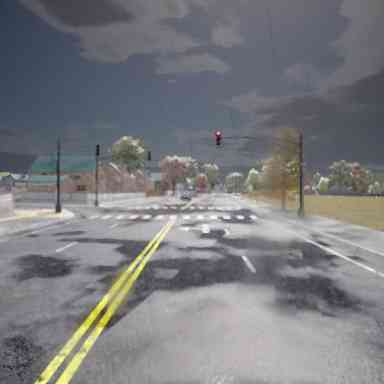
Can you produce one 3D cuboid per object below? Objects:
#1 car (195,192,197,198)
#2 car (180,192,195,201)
[{"bbox_3d":[0.250,0.665,79.155,1.837,1.490,4.892,0,0,5],"label":"car"},{"bbox_3d":[-1.169,0.875,61.015,2.033,1.411,5.357,0,1,4],"label":"car"}]
